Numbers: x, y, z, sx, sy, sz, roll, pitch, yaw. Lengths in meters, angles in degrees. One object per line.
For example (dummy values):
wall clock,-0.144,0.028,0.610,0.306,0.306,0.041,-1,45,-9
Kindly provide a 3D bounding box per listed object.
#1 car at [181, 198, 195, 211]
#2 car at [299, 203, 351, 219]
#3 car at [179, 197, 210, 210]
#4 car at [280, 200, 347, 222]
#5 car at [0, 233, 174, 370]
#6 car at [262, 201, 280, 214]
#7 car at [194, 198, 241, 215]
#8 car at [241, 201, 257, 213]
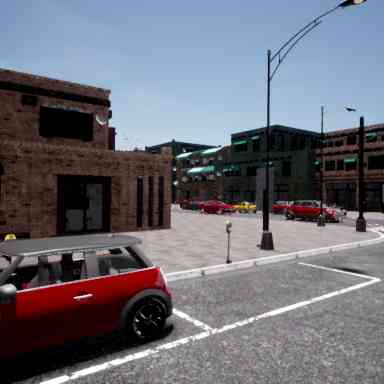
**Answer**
car,0.636,1.923,45.912,2.033,1.411,5.357,1,-1,-35
car,12.967,1.811,32.681,1.947,1.339,4.313,0,-1,-35
car,0.307,1.772,50.911,2.192,1.841,5.009,0,-1,-35
car,9.901,1.479,27.005,2.097,1.767,4.553,1,-1,-35
car,-2.383,1.440,4.844,4.097,1.590,1.967,0,1,-36
car,9.803,1.739,37.239,1.967,1.590,4.097,0,-1,-35
car,2.765,1.723,37.231,1.882,1.535,5.008,1,-1,-35
car,6.540,1.878,41.934,1.752,1.417,4.829,0,-1,-35
